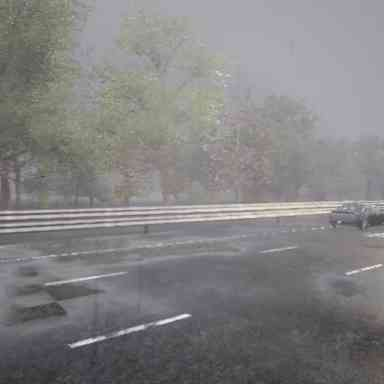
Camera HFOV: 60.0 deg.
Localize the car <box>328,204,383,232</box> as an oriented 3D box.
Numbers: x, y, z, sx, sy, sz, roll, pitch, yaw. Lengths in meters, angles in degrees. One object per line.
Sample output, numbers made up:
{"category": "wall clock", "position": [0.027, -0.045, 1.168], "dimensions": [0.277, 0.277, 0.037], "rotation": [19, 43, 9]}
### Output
{"category": "car", "position": [10.061, 1.441, 19.635], "dimensions": [4.902, 1.511, 2.128], "rotation": [0, 0, -35]}
